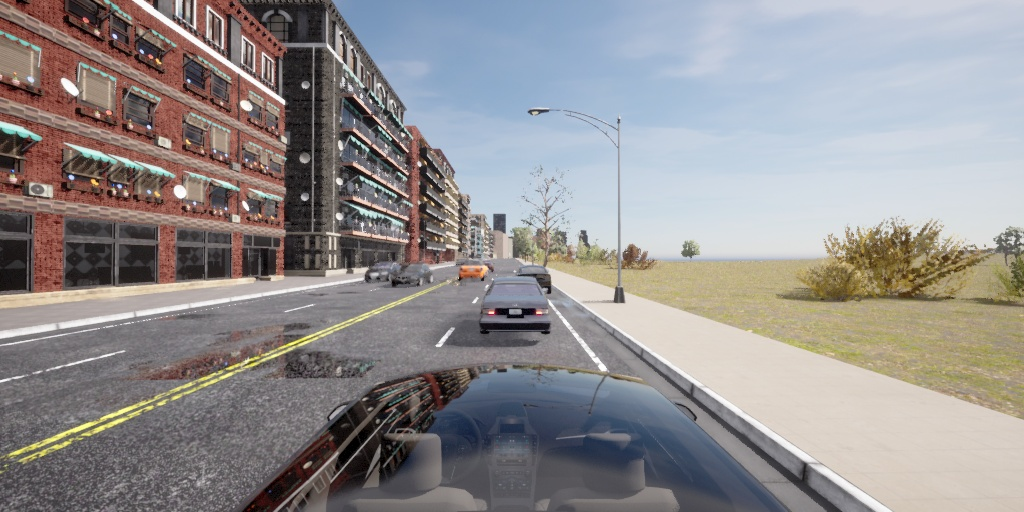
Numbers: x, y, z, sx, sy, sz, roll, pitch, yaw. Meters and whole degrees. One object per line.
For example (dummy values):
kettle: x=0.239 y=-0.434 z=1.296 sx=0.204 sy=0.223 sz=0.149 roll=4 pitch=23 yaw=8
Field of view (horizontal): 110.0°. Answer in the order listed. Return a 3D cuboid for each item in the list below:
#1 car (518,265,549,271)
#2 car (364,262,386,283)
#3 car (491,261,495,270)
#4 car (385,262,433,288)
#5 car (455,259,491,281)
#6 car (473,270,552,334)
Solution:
car: x=1.119 y=1.230 z=20.327 sx=1.882 sy=1.535 sz=5.008 roll=0 pitch=0 yaw=0
car: x=-9.875 y=1.244 z=28.059 sx=2.128 sy=1.511 sz=4.902 roll=0 pitch=0 yaw=0
car: x=-3.191 y=1.277 z=45.412 sx=1.812 sy=1.442 sz=4.674 roll=0 pitch=0 yaw=0
car: x=-6.623 y=1.257 z=24.185 sx=1.837 sy=1.490 sz=4.892 roll=0 pitch=0 yaw=0
car: x=-3.177 y=1.104 z=30.198 sx=2.097 sy=1.767 sz=4.553 roll=0 pitch=0 yaw=0
car: x=0.094 y=1.299 z=10.564 sx=2.033 sy=1.411 sz=5.357 roll=0 pitch=0 yaw=0
